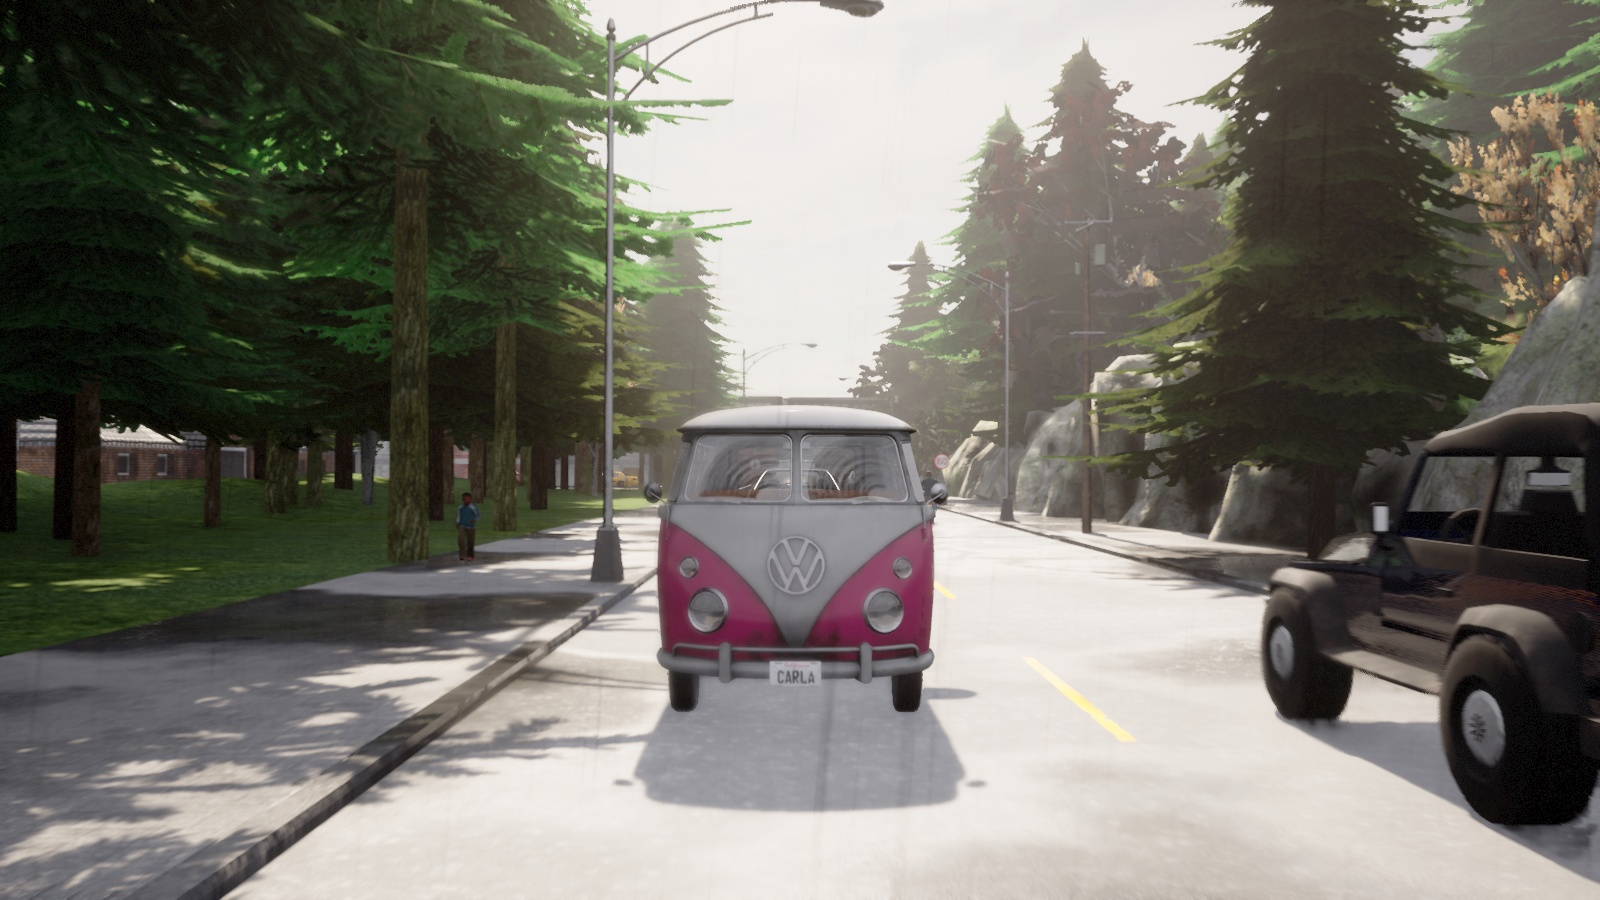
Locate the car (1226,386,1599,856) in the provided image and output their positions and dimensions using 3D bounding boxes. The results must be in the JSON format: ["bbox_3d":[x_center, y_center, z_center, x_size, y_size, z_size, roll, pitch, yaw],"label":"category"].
[{"bbox_3d":[3.983,0.711,6.963,1.905,1.878,3.866,0,-1,0],"label":"car"}]

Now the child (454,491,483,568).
[{"bbox_3d":[-5.249,1.259,19.918,0.343,1.192,0.448,0,-1,0],"label":"child"}]

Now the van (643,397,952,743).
[{"bbox_3d":[-0.023,0.726,9.471,1.775,1.987,4.442,0,-1,0],"label":"van"}]
